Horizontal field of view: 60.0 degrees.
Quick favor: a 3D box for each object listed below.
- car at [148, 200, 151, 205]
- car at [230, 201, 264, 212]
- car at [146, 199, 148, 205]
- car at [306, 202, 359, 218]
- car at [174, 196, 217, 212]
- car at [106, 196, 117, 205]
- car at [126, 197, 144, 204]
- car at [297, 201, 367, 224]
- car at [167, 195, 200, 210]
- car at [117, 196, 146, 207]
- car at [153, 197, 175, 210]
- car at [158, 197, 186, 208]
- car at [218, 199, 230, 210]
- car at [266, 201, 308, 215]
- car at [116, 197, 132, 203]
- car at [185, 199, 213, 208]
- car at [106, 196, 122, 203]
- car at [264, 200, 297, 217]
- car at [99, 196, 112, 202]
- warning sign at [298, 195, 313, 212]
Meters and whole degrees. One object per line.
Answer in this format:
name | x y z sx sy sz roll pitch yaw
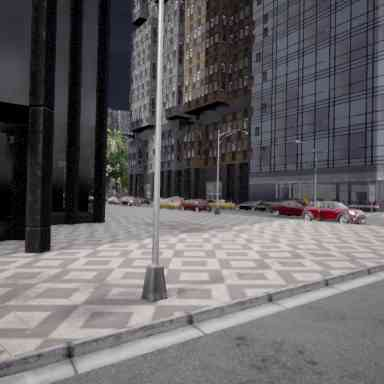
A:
car | -5.409 1.727 59.408 2.008 1.369 4.403 2 -1 -35
car | 7.316 1.732 41.526 1.947 1.339 4.313 2 -1 -35
car | -9.296 1.705 60.105 1.895 1.301 4.718 2 -1 -35
car | 13.678 1.726 32.585 1.947 1.339 4.313 2 -1 -35
car | 0.370 1.486 36.589 1.887 1.381 4.507 2 -1 -35
car | -12.358 1.533 54.473 1.802 1.307 4.206 2 -1 -35
car | -11.772 1.742 68.349 1.947 1.339 4.313 2 -1 -35
car | 9.900 1.371 23.203 1.967 1.590 4.097 2 -1 -36
car | -1.141 1.368 43.339 2.097 1.767 4.553 2 -1 -35
car | -9.173 1.390 50.004 1.967 1.590 4.097 2 -1 -35
car | -2.713 1.470 40.922 1.752 1.417 4.829 2 -1 -35
car | -3.210 1.594 51.630 2.128 1.511 4.902 2 -1 -35
car | 4.037 1.695 46.136 1.752 1.417 4.829 2 -1 -35
car | 10.497 1.745 37.055 1.802 1.307 4.206 2 -1 -35
car | -14.953 1.742 72.819 1.947 1.339 4.313 2 -1 -35
car | 0.954 1.724 50.467 2.008 1.369 4.403 2 -1 -35
car | -18.232 1.701 77.429 1.752 1.417 4.829 2 -1 -35
car | 9.092 1.483 28.927 1.882 1.535 5.008 2 -1 -36
car | -21.316 1.757 81.760 1.802 1.307 4.206 2 -1 -35
warning sign | 12.855 1.339 37.739 1.300 1.860 1.060 2 -1 -35
